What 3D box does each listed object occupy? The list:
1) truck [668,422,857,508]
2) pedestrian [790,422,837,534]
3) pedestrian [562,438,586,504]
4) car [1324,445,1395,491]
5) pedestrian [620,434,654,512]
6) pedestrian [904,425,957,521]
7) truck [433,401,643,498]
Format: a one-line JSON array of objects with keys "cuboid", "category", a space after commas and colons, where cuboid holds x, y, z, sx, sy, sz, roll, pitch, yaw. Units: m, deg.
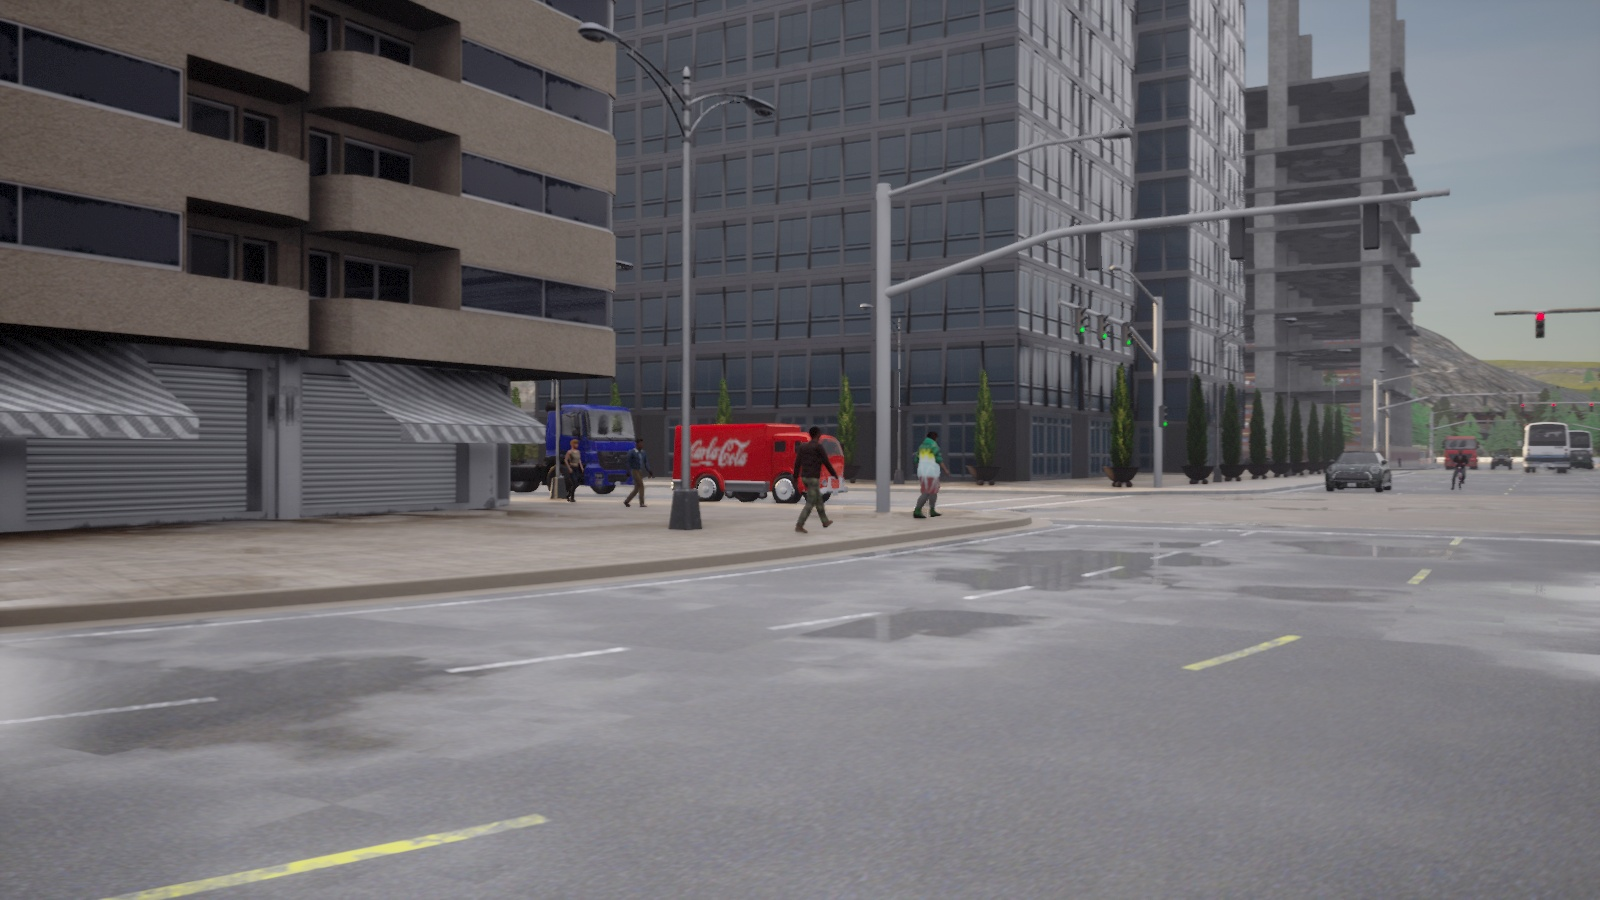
[{"cuboid": [-1.174, 0.439, 38.635, 5.204, 2.467, 2.627, 0, 0, 31], "category": "truck"}, {"cuboid": [0.227, 0.465, 21.063, 0.431, 1.840, 0.703, 0, 0, 43], "category": "pedestrian"}, {"cuboid": [-6.394, 0.588, 35.592, 0.594, 1.836, 0.345, 0, 0, 33], "category": "pedestrian"}, {"cuboid": [22.843, 0.705, 51.173, 2.097, 1.767, 4.553, 0, 0, 31], "category": "car"}, {"cuboid": [-4.124, 0.566, 31.807, 0.788, 1.949, 0.423, 0, 0, 36], "category": "pedestrian"}, {"cuboid": [2.712, 0.474, 26.073, 0.873, 1.952, 0.659, 0, 0, -23], "category": "pedestrian"}, {"cuboid": [-10.067, -0.003, 47.939, 7.936, 3.462, 2.891, 0, 0, 31], "category": "truck"}]
